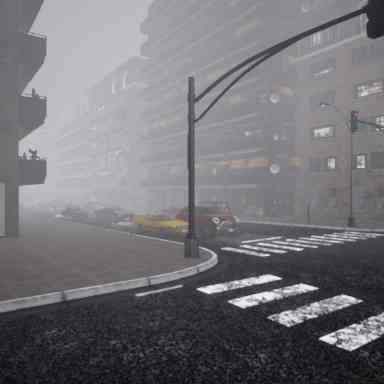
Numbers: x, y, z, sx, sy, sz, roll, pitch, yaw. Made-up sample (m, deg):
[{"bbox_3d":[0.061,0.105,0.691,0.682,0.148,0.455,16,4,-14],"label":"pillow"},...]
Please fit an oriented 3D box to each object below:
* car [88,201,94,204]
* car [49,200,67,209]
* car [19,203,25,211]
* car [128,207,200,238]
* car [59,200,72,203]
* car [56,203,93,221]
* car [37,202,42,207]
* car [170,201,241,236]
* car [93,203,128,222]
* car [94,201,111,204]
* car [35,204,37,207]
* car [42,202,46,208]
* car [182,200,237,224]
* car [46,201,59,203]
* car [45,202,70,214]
[{"bbox_3d":[-16.463,2.305,55.000,2.097,1.767,4.553,0,-1,-36],"label":"car"},{"bbox_3d":[-28.573,2.621,70.824,2.192,1.841,5.009,-1,0,-36],"label":"car"},{"bbox_3d":[-31.945,2.768,61.283,1.887,1.381,4.507,-1,0,-36],"label":"car"},{"bbox_3d":[-1.837,1.832,19.942,1.752,1.417,4.829,-1,0,-36],"label":"car"},{"bbox_3d":[-19.605,2.528,54.198,2.033,1.411,5.357,0,-1,-36],"label":"car"},{"bbox_3d":[-11.939,2.162,33.814,1.887,1.381,4.507,-1,0,-36],"label":"car"},{"bbox_3d":[-35.236,3.047,79.980,1.887,1.381,4.507,-1,0,-36],"label":"car"},{"bbox_3d":[0.890,1.635,20.632,2.097,1.767,4.553,0,-1,-36],"label":"car"},{"bbox_3d":[-7.365,2.084,31.956,2.033,1.411,5.357,0,-1,-36],"label":"car"},{"bbox_3d":[-12.441,2.288,49.540,1.801,1.575,5.366,0,-1,-36],"label":"car"},{"bbox_3d":[-38.565,3.166,84.561,1.947,1.339,4.313,-1,0,-36],"label":"car"},{"bbox_3d":[-31.901,2.970,75.402,1.947,1.339,4.313,-1,0,-36],"label":"car"},{"bbox_3d":[1.434,1.711,29.622,2.192,1.841,5.009,-1,0,-36],"label":"car"},{"bbox_3d":[-25.284,2.753,61.995,1.895,1.301,4.718,0,-1,-36],"label":"car"},{"bbox_3d":[-19.836,2.518,49.243,1.895,1.301,4.718,0,-1,-36],"label":"car"}]
